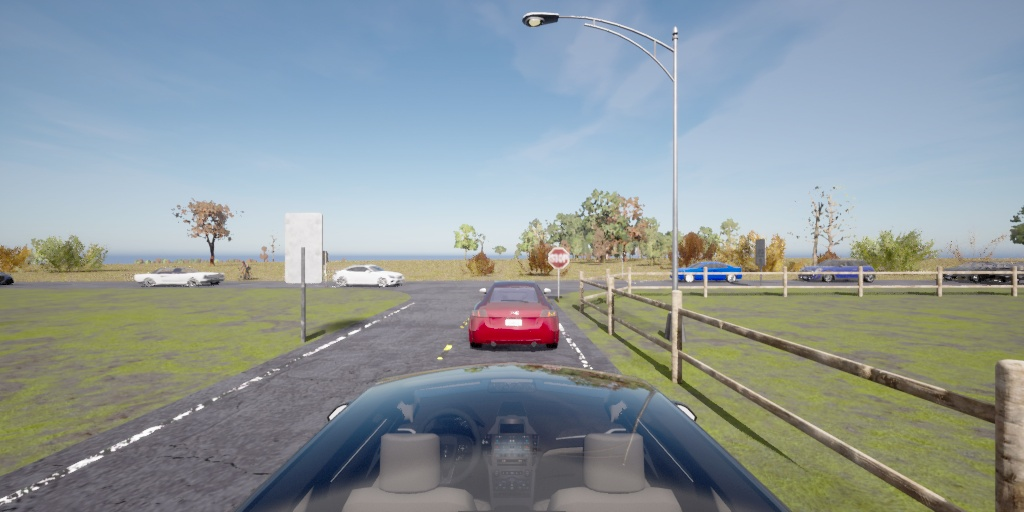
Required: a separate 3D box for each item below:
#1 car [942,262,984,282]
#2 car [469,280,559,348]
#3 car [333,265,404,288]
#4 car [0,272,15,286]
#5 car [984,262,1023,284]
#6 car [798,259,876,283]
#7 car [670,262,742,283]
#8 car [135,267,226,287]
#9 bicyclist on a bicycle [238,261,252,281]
[{"bbox_3d":[35.256,1.166,26.918,4.902,1.511,2.128,0,0,1],"label":"car"},{"bbox_3d":[0.077,1.314,9.258,1.994,1.385,4.181,0,0,1],"label":"car"},{"bbox_3d":[-9.431,1.297,23.606,4.674,1.442,1.812,0,0,12],"label":"car"},{"bbox_3d":[-36.975,1.415,24.443,4.181,1.385,1.994,0,0,1],"label":"car"},{"bbox_3d":[35.629,1.167,23.977,4.902,1.511,2.128,0,0,0],"label":"car"},{"bbox_3d":[24.317,1.040,26.991,4.553,1.767,2.097,0,0,0],"label":"car"},{"bbox_3d":[14.565,1.186,27.056,5.008,1.535,1.882,0,0,0],"label":"car"},{"bbox_3d":[-22.367,1.409,24.333,4.718,1.301,1.895,0,0,0],"label":"car"},{"bbox_3d":[-22.561,1.260,30.307,0.582,1.620,1.656,0,0,0],"label":"bicyclist on a bicycle"}]
